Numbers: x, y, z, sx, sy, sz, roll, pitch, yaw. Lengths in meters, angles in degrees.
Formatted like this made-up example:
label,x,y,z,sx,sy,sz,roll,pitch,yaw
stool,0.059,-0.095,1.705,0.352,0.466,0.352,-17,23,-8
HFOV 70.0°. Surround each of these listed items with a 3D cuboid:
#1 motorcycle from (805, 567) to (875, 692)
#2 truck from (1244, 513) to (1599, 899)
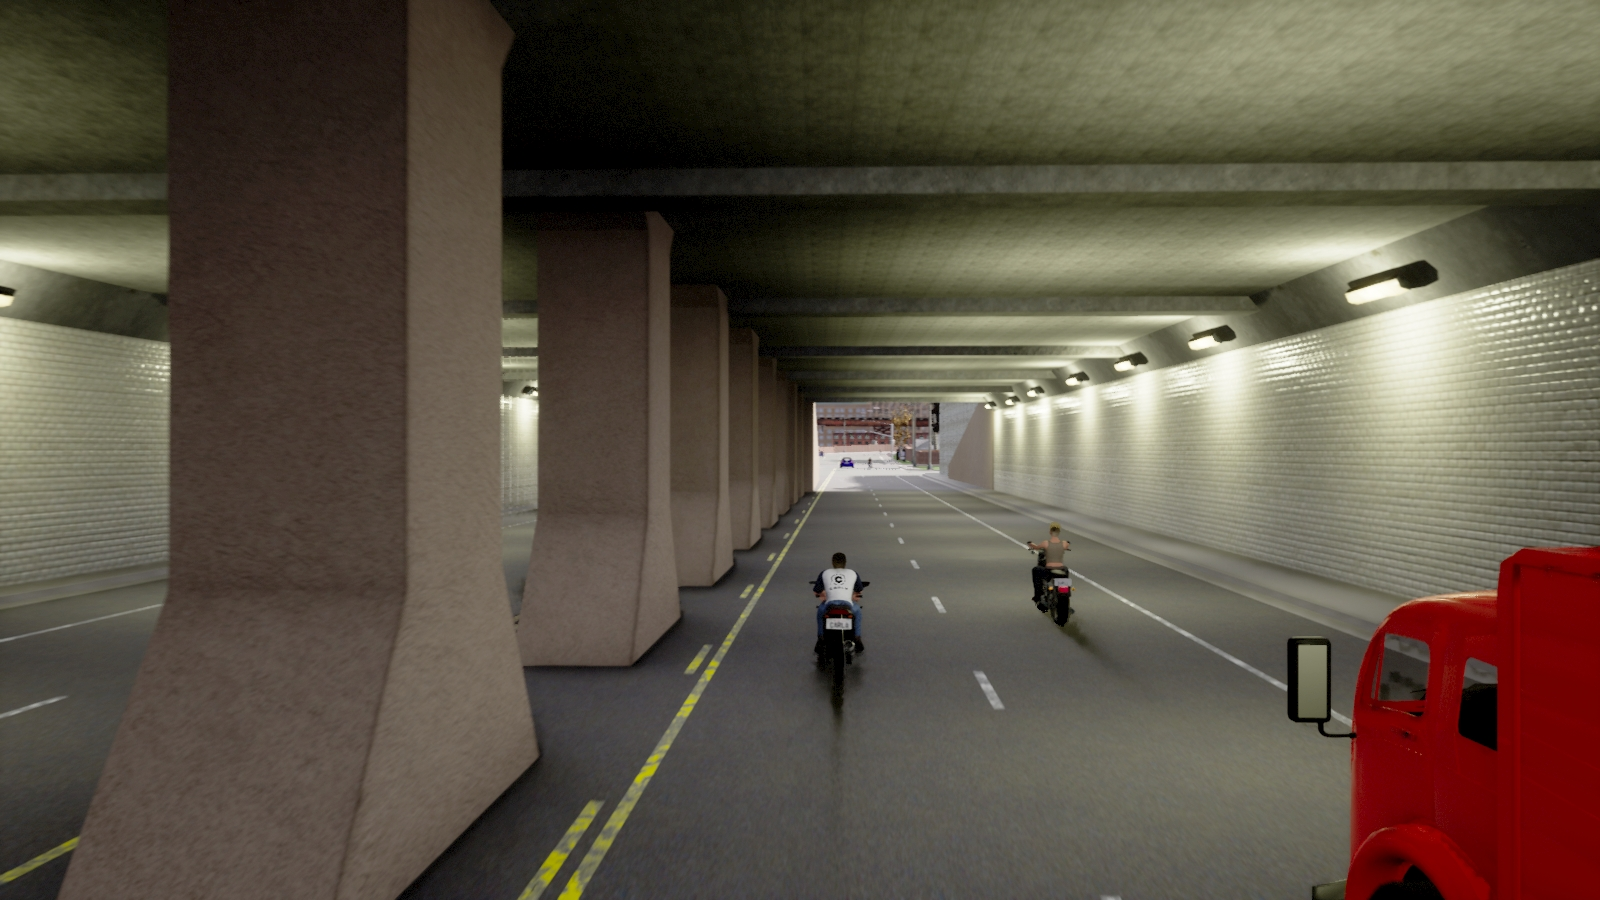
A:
label,x,y,z,sx,sy,sz,roll,pitch,yaw
motorcycle,0.505,2.174,14.207,0.803,1.224,2.033,0,0,2
truck,3.596,1.569,3.422,2.627,2.467,5.204,0,0,2
